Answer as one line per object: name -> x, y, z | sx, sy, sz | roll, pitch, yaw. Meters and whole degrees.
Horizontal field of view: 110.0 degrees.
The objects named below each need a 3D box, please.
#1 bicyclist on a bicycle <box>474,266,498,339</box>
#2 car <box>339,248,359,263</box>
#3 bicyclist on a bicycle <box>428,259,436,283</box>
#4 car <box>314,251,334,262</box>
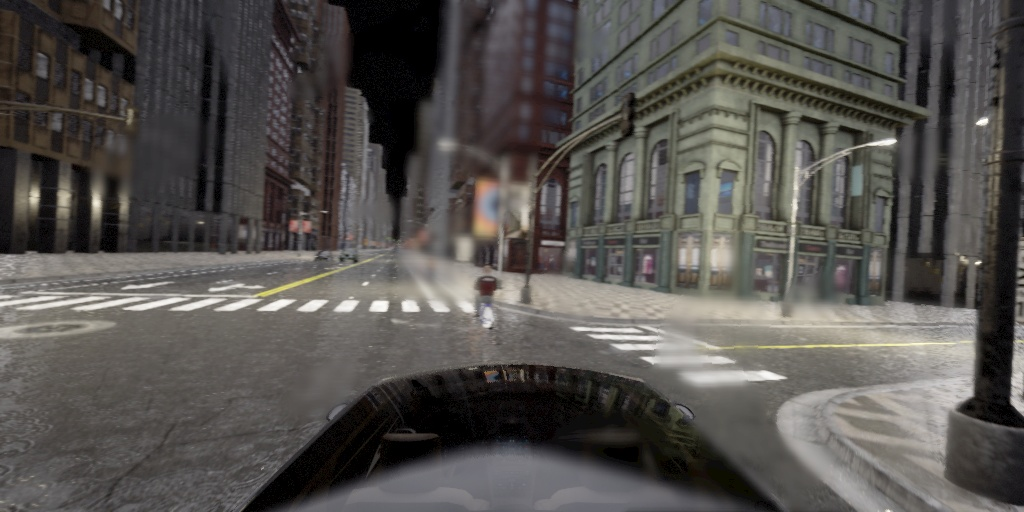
bicyclist on a bicycle -> -0.714, 1.118, 9.199 | 0.659, 1.776, 1.843 | 3, 0, -18
car -> -23.207, -0.123, 51.288 | 2.150, 2.045, 5.566 | 3, 0, -18
bicyclist on a bicycle -> -5.258, 1.001, 23.518 | 0.582, 1.620, 1.656 | 3, 0, -18
car -> -26.325, -0.011, 50.334 | 1.837, 1.490, 4.892 | 3, 0, -18
